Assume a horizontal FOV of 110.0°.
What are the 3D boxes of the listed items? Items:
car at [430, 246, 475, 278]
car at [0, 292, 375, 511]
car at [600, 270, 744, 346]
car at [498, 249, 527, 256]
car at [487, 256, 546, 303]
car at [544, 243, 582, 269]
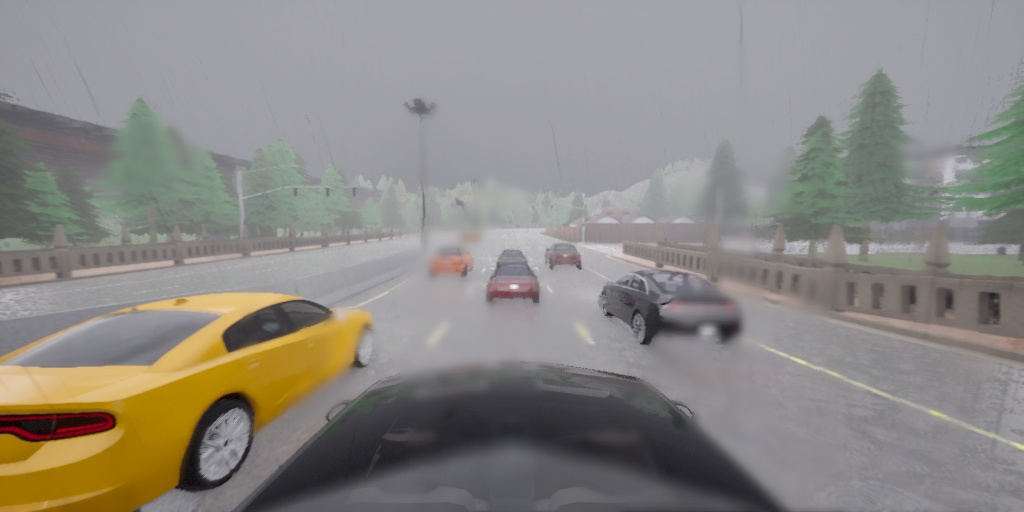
[{"bbox_3d":[-3.475,0.181,21.523,2.097,1.767,4.553,0,5,0],"label":"car"},{"bbox_3d":[-3.403,1.188,4.530,1.882,1.535,5.008,0,1,0],"label":"car"},{"bbox_3d":[3.586,1.089,8.983,2.128,1.511,4.902,0,2,0],"label":"car"},{"bbox_3d":[0.013,0.247,23.193,1.994,1.385,4.181,0,5,0],"label":"car"},{"bbox_3d":[0.066,0.919,14.235,1.994,1.385,4.181,0,3,0],"label":"car"},{"bbox_3d":[3.504,-0.144,25.301,2.097,1.767,4.553,0,5,0],"label":"car"}]
